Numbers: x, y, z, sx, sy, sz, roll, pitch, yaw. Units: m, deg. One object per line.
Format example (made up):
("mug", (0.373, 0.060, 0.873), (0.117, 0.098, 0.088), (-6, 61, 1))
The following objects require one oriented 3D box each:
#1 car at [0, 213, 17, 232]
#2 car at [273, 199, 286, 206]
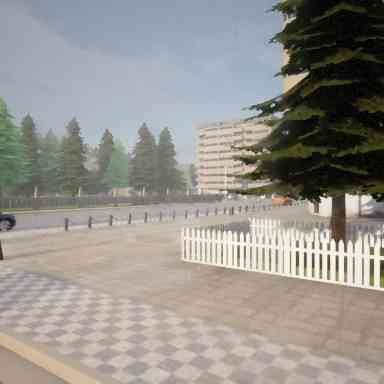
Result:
("car", (-12.222, 1.477, 18.020), (1.882, 1.535, 5.008), (0, 0, 36))
("car", (15.474, 1.352, 56.669), (2.097, 1.767, 4.553), (0, 0, 36))
